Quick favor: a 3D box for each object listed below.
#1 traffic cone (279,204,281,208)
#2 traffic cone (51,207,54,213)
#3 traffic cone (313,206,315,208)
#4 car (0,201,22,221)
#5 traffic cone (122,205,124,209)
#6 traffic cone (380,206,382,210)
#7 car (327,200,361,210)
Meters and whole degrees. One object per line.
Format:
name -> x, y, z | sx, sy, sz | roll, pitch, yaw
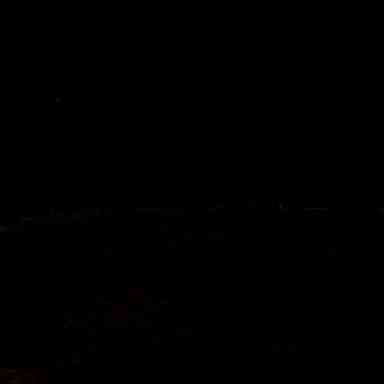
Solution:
traffic cone -> 14.744, 2.309, 55.373 | 0.340, 0.580, 0.340 | 1, 0, -1
traffic cone -> -14.337, 1.855, 34.199 | 0.340, 0.580, 0.340 | 1, 0, 19
traffic cone -> 20.192, 2.396, 55.043 | 0.340, 0.580, 0.340 | 1, 0, 8
car -> -13.854, 1.371, 23.085 | 1.882, 1.535, 5.008 | 0, 0, 1
traffic cone -> -9.027, 1.944, 43.689 | 0.340, 0.580, 0.340 | 1, 0, 39
traffic cone -> 30.114, 2.556, 52.883 | 0.340, 0.580, 0.340 | 1, 0, 12
car -> 23.772, 1.999, 52.105 | 4.902, 1.511, 2.128 | 1, 0, 11
